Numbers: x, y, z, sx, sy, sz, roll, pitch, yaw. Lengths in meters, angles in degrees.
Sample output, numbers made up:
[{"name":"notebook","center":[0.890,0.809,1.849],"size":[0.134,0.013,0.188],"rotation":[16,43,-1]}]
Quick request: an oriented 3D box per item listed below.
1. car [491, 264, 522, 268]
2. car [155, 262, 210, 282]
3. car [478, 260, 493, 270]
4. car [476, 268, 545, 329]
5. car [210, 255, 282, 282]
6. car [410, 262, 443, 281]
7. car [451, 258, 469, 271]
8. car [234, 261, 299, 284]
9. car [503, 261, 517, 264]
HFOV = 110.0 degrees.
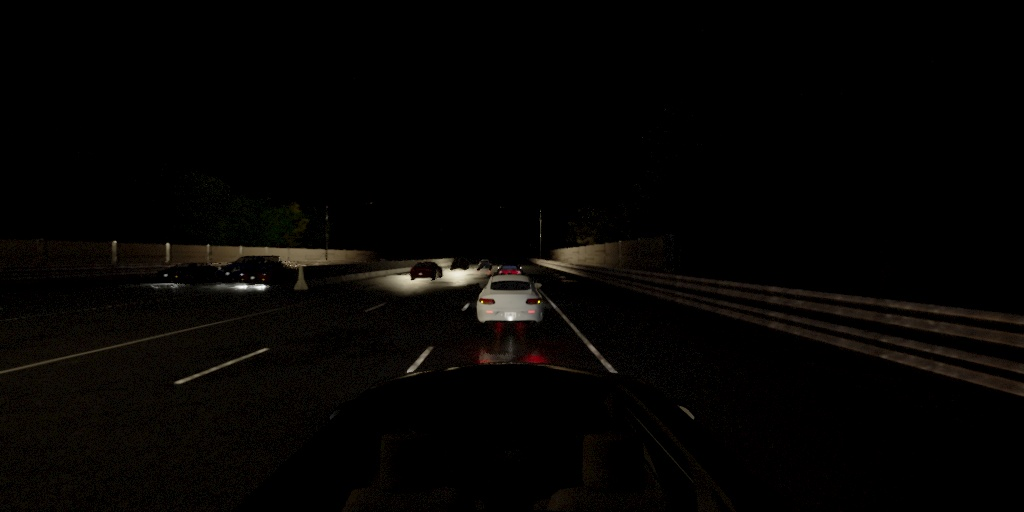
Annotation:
[{"name":"car","center":[-0.119,1.345,20.787],"size":[1.895,1.301,4.718],"rotation":[0,0,-1]},{"name":"car","center":[-24.797,1.189,27.660],"size":[1.994,1.385,4.181],"rotation":[-1,0,0]},{"name":"car","center":[-3.788,1.262,51.078],"size":[1.812,1.442,4.674],"rotation":[0,0,-1]},{"name":"car","center":[-0.049,1.273,11.068],"size":[1.812,1.442,4.674],"rotation":[0,0,0]},{"name":"car","center":[-21.285,0.963,29.571],"size":[2.150,2.045,5.566],"rotation":[0,0,0]},{"name":"car","center":[-7.099,1.219,30.194],"size":[1.882,1.535,5.008],"rotation":[0,0,-1]},{"name":"car","center":[-7.277,1.092,50.324],"size":[2.097,1.767,4.553],"rotation":[0,0,-1]},{"name":"car","center":[-17.760,1.307,26.527],"size":[1.994,1.385,4.181],"rotation":[0,0,0]},{"name":"car","center":[-0.174,1.306,27.369],"size":[1.994,1.385,4.181],"rotation":[0,0,-1]}]
